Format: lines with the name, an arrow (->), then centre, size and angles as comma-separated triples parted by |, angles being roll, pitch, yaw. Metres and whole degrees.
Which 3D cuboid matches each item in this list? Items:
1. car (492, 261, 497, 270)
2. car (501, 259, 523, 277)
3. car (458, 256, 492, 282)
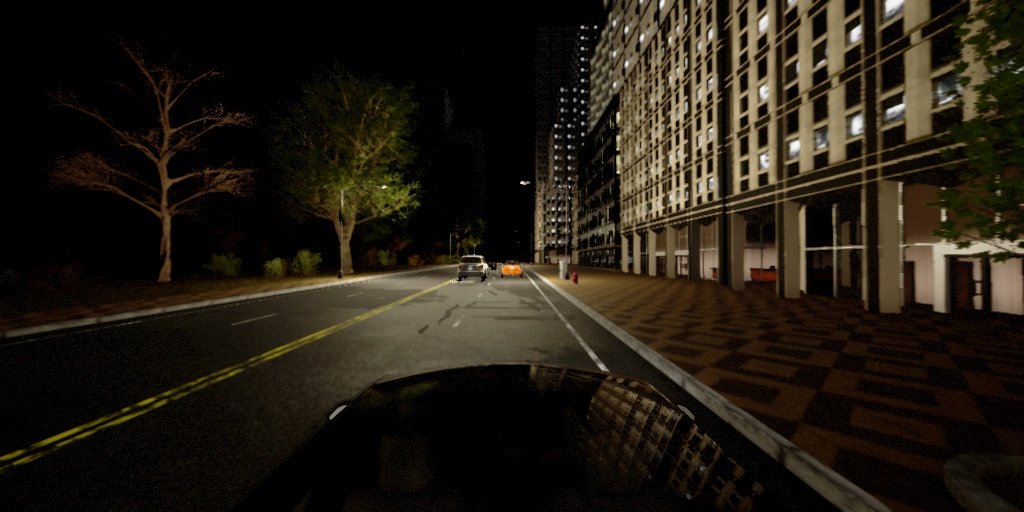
car -> -3.165, 1.454, 53.305 | 1.895, 1.301, 4.718 | 0, 0, 0
car -> 0.009, 1.194, 35.983 | 2.097, 1.767, 4.553 | 0, 0, 0
car -> -3.157, 0.997, 29.875 | 2.150, 2.045, 5.566 | 0, 0, 0
